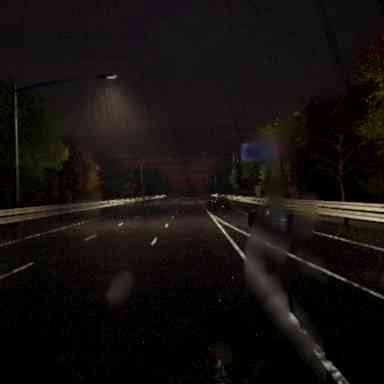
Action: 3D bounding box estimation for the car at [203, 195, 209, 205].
[{"bbox_3d":[3.549,1.485,58.797,2.033,1.411,5.357,-1,0,0],"label":"car"}]

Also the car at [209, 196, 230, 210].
[{"bbox_3d":[3.551,1.423,40.934,1.837,1.490,4.892,-2,0,0],"label":"car"}]

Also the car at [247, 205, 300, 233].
[{"bbox_3d":[4.442,1.437,18.746,1.994,1.385,4.181,-1,0,-5],"label":"car"}]

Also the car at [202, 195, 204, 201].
[{"bbox_3d":[3.583,1.455,86.672,1.882,1.535,5.008,-1,0,0],"label":"car"}]
